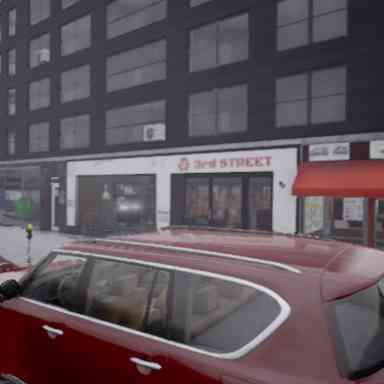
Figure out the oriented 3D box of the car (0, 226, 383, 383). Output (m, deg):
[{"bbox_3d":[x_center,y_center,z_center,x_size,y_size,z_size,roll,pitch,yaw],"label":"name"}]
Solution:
[{"bbox_3d":[-0.501,1.305,3.431,5.009,1.841,2.192,0,1,36],"label":"car"}]
